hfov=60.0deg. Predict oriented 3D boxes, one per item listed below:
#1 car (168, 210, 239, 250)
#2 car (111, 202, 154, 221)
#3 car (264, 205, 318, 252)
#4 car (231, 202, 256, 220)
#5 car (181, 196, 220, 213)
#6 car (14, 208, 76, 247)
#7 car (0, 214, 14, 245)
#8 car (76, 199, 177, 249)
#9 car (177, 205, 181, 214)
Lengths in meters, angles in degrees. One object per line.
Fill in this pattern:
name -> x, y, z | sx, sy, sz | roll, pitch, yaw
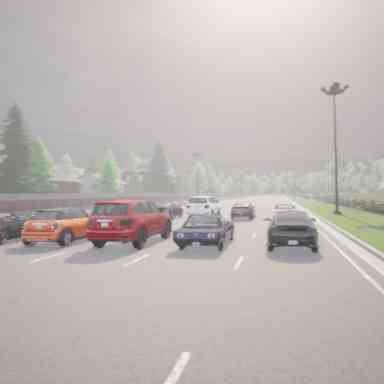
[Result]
car -> 0.716, 1.678, 14.701 | 1.895, 1.301, 4.718 | -1, 0, 15
car -> -5.613, 1.788, 32.046 | 2.128, 1.511, 4.902 | -1, 0, 15
car -> 4.157, 1.519, 14.020 | 1.837, 1.490, 4.892 | -1, 0, 15
car -> 4.547, 1.590, 29.403 | 2.128, 1.511, 4.902 | -1, 0, 15
car -> 1.081, 1.380, 30.015 | 2.150, 2.045, 5.566 | -1, 0, 15
car -> -6.066, 1.559, 16.442 | 2.097, 1.767, 4.553 | -1, -1, 15
car -> -9.474, 1.822, 17.233 | 2.033, 1.411, 5.357 | -1, 0, 15
car -> -2.700, 1.359, 15.499 | 2.150, 2.045, 5.566 | -1, 0, 15
car -> -2.228, 1.722, 31.160 | 2.128, 1.511, 4.902 | -1, 0, 15
